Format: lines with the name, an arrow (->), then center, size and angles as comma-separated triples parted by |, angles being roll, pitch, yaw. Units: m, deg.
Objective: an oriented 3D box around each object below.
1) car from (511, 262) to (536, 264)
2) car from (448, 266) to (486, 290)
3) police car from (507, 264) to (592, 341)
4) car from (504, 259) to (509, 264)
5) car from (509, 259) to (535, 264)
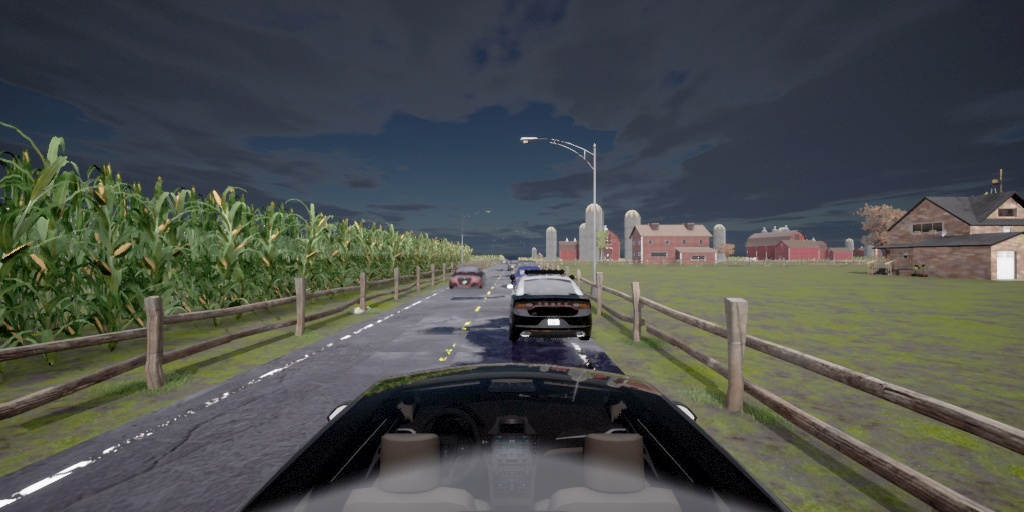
car -> 0.961, 1.275, 19.943 | 1.812, 1.442, 4.674 | 0, 0, 0
car -> -2.696, 1.313, 22.503 | 1.994, 1.385, 4.181 | 0, 0, 0
police car -> 0.887, 1.175, 10.053 | 1.930, 1.638, 5.238 | 0, 0, 0
car -> 0.377, 1.264, 48.412 | 2.128, 1.511, 4.902 | 0, 0, 1
car -> 1.004, 1.100, 25.913 | 2.097, 1.767, 4.553 | 0, 0, 0
